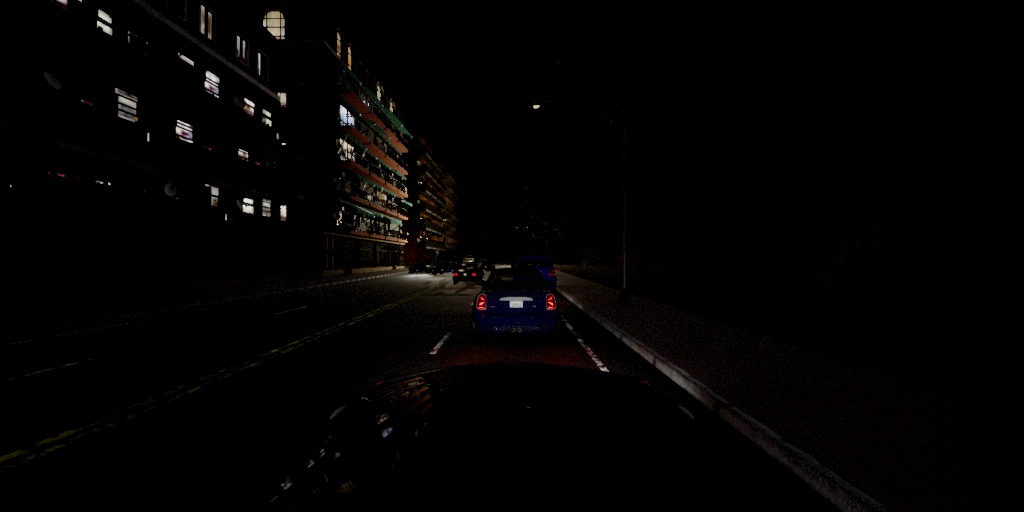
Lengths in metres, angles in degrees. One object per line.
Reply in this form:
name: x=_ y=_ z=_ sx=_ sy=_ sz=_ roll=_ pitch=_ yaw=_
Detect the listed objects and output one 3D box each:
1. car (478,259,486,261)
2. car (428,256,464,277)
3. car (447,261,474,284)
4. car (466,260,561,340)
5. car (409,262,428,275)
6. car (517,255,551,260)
car: x=-3.146 y=1.315 z=44.868 sx=1.994 sy=1.385 sz=4.181 roll=0 pitch=0 yaw=0
car: x=-6.600 y=0.973 z=36.677 sx=2.150 sy=2.045 sz=5.566 roll=0 pitch=0 yaw=0
car: x=-3.151 y=1.300 z=26.570 sx=2.033 sy=1.411 sz=5.357 roll=0 pitch=0 yaw=0
car: x=0.098 y=1.103 z=10.172 sx=2.097 sy=1.767 sz=4.553 roll=0 pitch=0 yaw=0
car: x=-9.850 y=1.316 z=39.201 sx=1.994 sy=1.385 sz=4.181 roll=0 pitch=0 yaw=0
car: x=1.137 y=0.977 z=19.747 sx=2.150 sy=2.045 sz=5.566 roll=0 pitch=0 yaw=0
